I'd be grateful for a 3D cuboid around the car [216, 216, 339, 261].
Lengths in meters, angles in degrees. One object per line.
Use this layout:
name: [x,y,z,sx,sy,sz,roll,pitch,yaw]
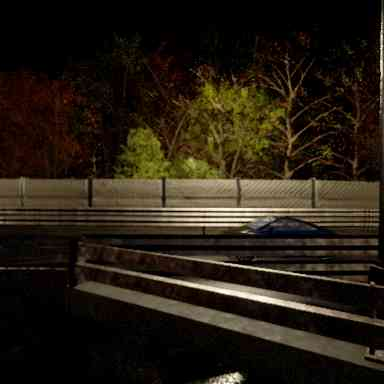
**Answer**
car: [2.835,1.530,11.431,4.181,1.385,1.994,0,0,-4]
